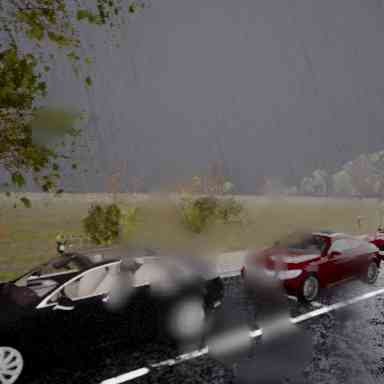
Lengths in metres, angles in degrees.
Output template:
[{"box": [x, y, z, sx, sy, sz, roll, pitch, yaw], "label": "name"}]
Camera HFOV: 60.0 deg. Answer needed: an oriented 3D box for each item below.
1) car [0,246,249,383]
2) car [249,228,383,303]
[{"box": [-1.480, 1.566, 5.033, 4.403, 1.369, 2.008, 1, 0, -36], "label": "car"}, {"box": [3.122, 1.649, 8.317, 4.206, 1.307, 1.802, 1, 0, -36], "label": "car"}]
